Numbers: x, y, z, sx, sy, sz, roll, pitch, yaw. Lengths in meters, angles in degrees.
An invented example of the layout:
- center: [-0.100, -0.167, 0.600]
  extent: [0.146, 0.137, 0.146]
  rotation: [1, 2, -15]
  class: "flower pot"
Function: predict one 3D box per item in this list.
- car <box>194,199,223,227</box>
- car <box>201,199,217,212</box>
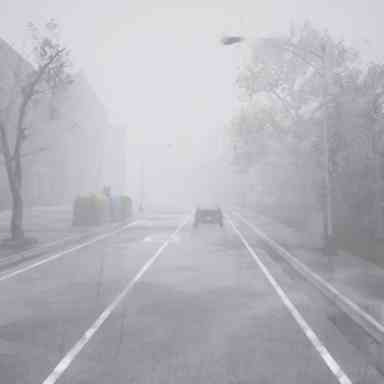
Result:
- center: [1.182, 1.507, 23.409]
  extent: [1.882, 1.535, 5.008]
  rotation: [0, 0, 3]
  class: "car"
- center: [2.035, 1.586, 41.477]
  extent: [1.812, 1.442, 4.674]
  rotation: [0, 0, 1]
  class: "car"
